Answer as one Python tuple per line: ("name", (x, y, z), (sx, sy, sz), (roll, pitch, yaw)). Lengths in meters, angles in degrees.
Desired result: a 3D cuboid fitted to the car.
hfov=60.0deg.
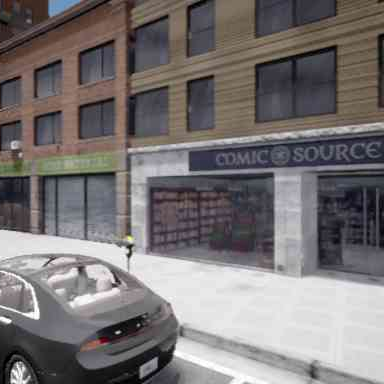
("car", (-2.221, 1.555, 4.662), (4.403, 1.369, 2.008), (0, 0, 36))
